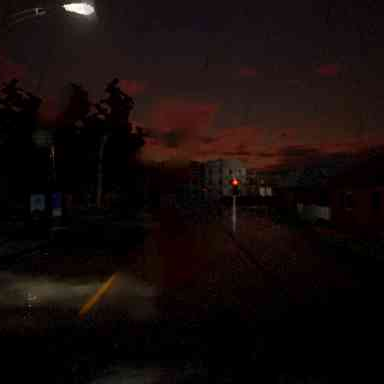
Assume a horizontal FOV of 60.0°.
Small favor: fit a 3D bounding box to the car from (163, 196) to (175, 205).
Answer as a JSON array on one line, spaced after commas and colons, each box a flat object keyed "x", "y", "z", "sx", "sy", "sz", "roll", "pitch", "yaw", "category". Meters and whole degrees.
[{"x": -4.034, "y": 1.532, "z": 58.772, "sx": 1.882, "sy": 1.535, "sz": 5.008, "roll": 0, "pitch": 0, "yaw": 1, "category": "car"}]
